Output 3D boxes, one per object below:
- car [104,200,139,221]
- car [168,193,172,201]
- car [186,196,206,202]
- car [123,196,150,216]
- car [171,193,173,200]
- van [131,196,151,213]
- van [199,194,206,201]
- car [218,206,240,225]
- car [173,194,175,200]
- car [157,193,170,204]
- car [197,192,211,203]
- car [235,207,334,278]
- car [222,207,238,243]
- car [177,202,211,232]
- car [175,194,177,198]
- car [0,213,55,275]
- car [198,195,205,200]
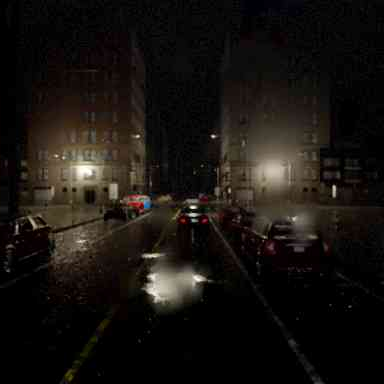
[{"bbox_3d":[-5.867,1.588,27.141,1.947,1.339,4.313,0,0,0],"label":"car"},{"bbox_3d":[-5.879,1.542,71.094,1.947,1.339,4.313,0,0,0],"label":"car"},{"bbox_3d":[0.085,1.518,36.522,2.128,1.511,4.902,0,0,0],"label":"car"},{"bbox_3d":[-5.869,1.341,32.781,2.192,1.841,5.009,0,0,0],"label":"car"},{"bbox_3d":[-5.881,1.491,76.579,1.752,1.417,4.829,0,0,0],"label":"car"},{"bbox_3d":[-5.871,1.369,38.423,1.690,1.788,3.998,0,0,0],"label":"van"},{"bbox_3d":[2.643,1.293,82.384,1.690,1.788,3.998,0,0,0],"label":"van"},{"bbox_3d":[2.660,1.562,21.479,1.887,1.381,4.507,0,0,0],"label":"car"},{"bbox_3d":[-5.883,1.479,82.233,1.752,1.417,4.829,0,0,0],"label":"car"},{"bbox_3d":[-5.878,1.513,65.269,1.752,1.417,4.829,0,0,0],"label":"car"},{"bbox_3d":[2.649,1.301,65.413,2.192,1.841,5.009,0,0,0],"label":"car"},{"bbox_3d":[2.664,1.449,10.200,1.967,1.590,4.097,0,0,0],"label":"car"},{"bbox_3d":[2.662,1.595,15.839,1.802,1.307,4.206,0,0,0],"label":"car"},{"bbox_3d":[0.093,1.563,19.996,2.033,1.411,5.357,0,0,0],"label":"car"},{"bbox_3d":[-5.884,1.257,88.058,2.192,1.841,5.009,0,0,0],"label":"car"},{"bbox_3d":[-5.862,1.451,10.222,1.967,1.590,4.097,0,0,0],"label":"car"},{"bbox_3d":[2.640,1.453,93.867,1.752,1.417,4.829,0,0,0],"label":"car"}]
